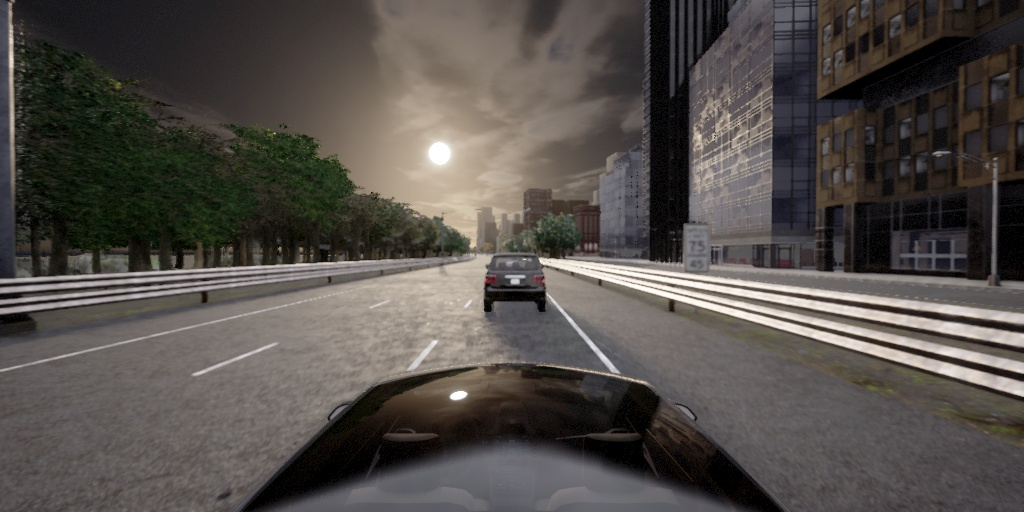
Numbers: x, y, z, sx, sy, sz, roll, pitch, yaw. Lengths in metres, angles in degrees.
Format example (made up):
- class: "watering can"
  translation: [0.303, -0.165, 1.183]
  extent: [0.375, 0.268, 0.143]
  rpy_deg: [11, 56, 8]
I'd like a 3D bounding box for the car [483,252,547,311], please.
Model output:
- class: "car"
  translation: [0.103, 0.885, 14.053]
  extent: [2.150, 2.045, 5.566]
  rpy_deg: [0, 0, 0]
